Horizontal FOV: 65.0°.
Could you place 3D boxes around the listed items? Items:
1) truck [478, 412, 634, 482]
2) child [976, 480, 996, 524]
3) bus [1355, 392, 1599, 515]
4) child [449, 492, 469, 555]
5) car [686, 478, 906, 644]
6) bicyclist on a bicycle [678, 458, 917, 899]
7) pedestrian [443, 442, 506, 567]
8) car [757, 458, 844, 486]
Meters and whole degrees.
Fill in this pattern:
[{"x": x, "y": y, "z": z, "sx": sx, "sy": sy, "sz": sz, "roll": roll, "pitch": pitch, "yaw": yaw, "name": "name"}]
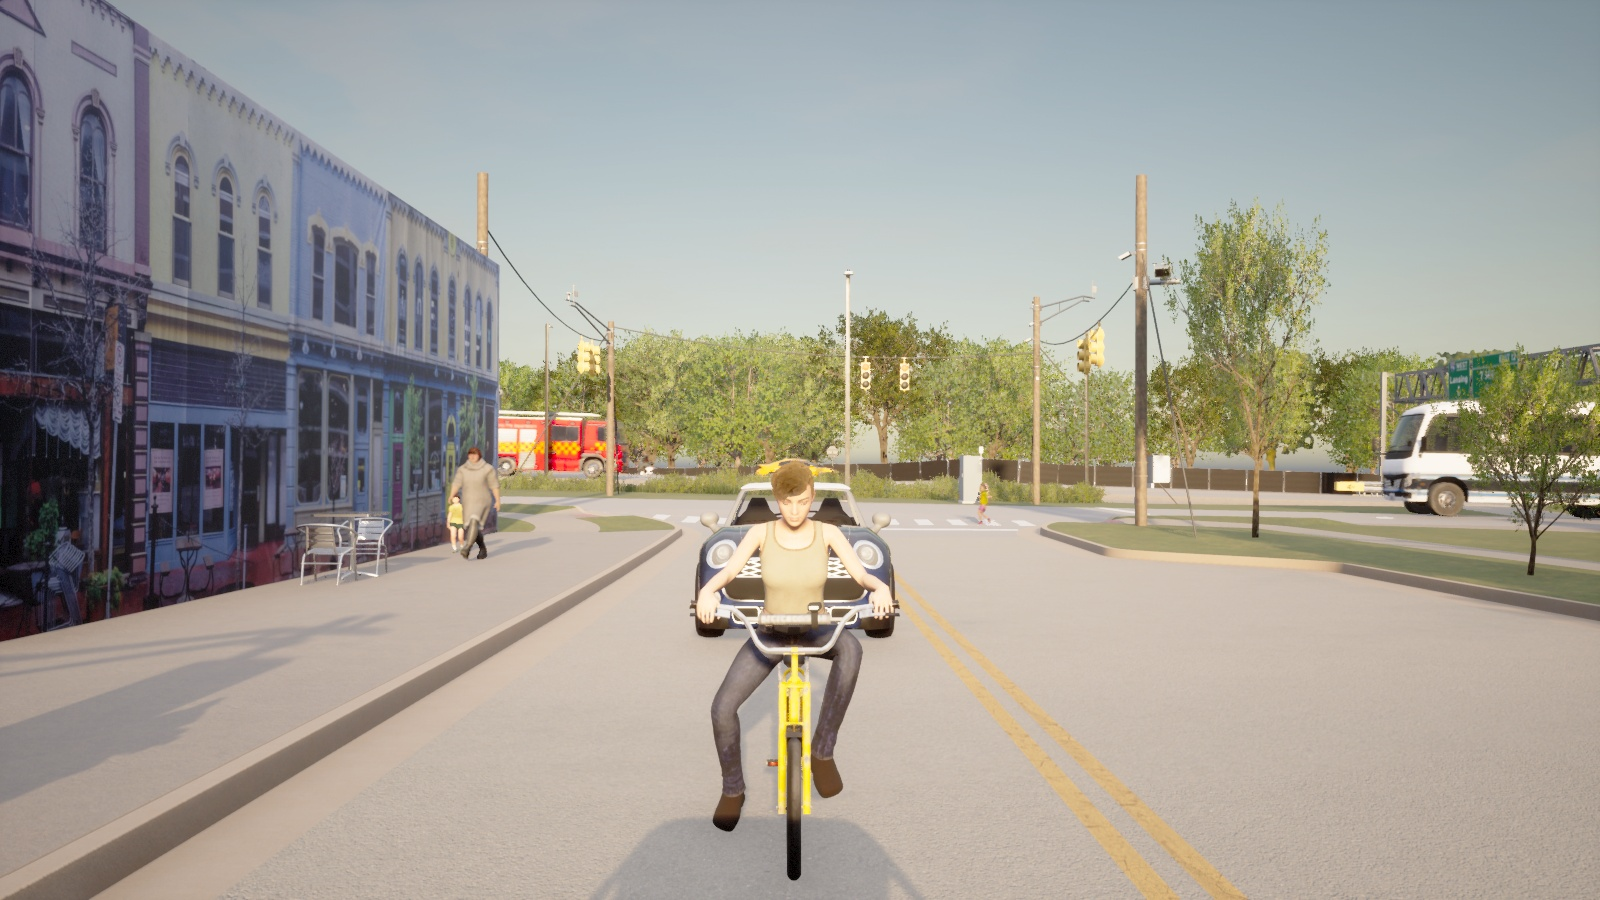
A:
[{"x": -14.147, "y": -0.178, "z": 73.350, "sx": 8.468, "sy": 3.827, "sz": 2.891, "roll": 1, "pitch": -1, "yaw": 0, "name": "truck"}, {"x": 4.942, "y": 1.386, "z": 33.399, "sx": 0.473, "sy": 1.160, "sz": 0.299, "roll": 0, "pitch": -1, "yaw": 0, "name": "child"}, {"x": 26.173, "y": 0.142, "z": 45.680, "sx": 10.273, "sy": 4.253, "sz": 3.944, "roll": 1, "pitch": -1, "yaw": 9, "name": "bus"}, {"x": -6.057, "y": 1.298, "z": 22.294, "sx": 0.255, "sy": 1.110, "sz": 0.394, "roll": 0, "pitch": -1, "yaw": -3, "name": "child"}, {"x": -0.039, "y": 1.037, "z": 13.186, "sx": 1.970, "sy": 1.475, "sz": 3.806, "roll": 0, "pitch": -1, "yaw": 0, "name": "car"}, {"x": -0.017, "y": 0.853, "z": 5.334, "sx": 0.866, "sy": 1.612, "sz": 1.509, "roll": 0, "pitch": -1, "yaw": -1, "name": "bicyclist on a bicycle"}, {"x": -5.169, "y": 0.854, "z": 19.985, "sx": 0.659, "sy": 1.952, "sz": 0.873, "roll": 0, "pitch": -1, "yaw": 10, "name": "pedestrian"}, {"x": 0.017, "y": 1.266, "z": 73.390, "sx": 5.008, "sy": 1.535, "sz": 1.882, "roll": 1, "pitch": -1, "yaw": 0, "name": "car"}]
